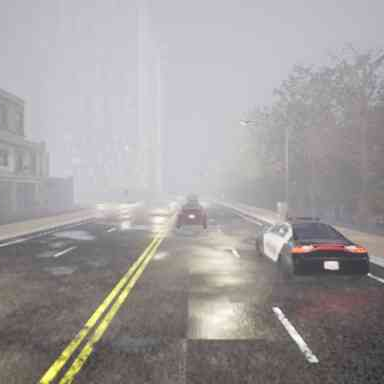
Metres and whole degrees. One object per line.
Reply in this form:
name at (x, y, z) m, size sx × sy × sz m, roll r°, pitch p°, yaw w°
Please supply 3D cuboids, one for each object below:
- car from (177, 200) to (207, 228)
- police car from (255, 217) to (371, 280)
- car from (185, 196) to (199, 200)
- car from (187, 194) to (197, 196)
car at (-0.013, 1.565, 23.050) m, size 2.163 × 1.488 × 4.792 m, roll 0°, pitch 0°, yaw 0°
police car at (3.250, 1.535, 10.163) m, size 2.038 × 1.542 × 4.974 m, roll 0°, pitch 0°, yaw 0°
car at (0.068, 1.598, 44.651) m, size 1.837 × 1.490 × 4.892 m, roll 0°, pitch 0°, yaw 0°
car at (0.002, 1.325, 55.105) m, size 2.150 × 2.045 × 5.566 m, roll 0°, pitch 0°, yaw 0°
